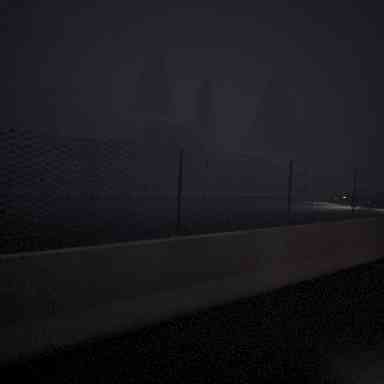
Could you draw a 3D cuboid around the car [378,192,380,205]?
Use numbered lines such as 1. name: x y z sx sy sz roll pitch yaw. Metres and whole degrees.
1. car: 19.022 0.731 32.841 4.902 1.511 2.128 1 3 -28
